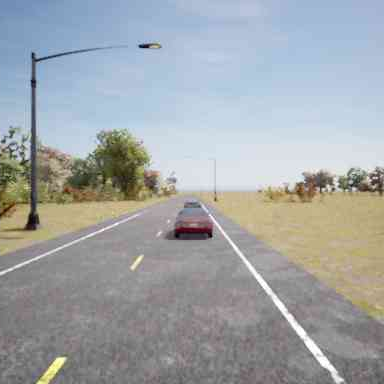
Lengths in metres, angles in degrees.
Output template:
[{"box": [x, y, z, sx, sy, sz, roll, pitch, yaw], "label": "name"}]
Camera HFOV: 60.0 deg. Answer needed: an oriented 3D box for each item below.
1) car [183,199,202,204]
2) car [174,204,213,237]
[{"box": [0.072, 1.480, 36.956, 2.128, 1.511, 4.902, 0, 0, 0], "label": "car"}, {"box": [0.087, 1.558, 18.168, 1.994, 1.385, 4.181, 0, 0, 0], "label": "car"}]
